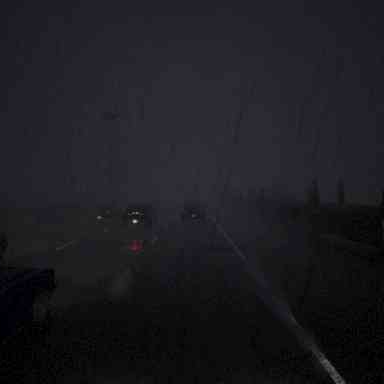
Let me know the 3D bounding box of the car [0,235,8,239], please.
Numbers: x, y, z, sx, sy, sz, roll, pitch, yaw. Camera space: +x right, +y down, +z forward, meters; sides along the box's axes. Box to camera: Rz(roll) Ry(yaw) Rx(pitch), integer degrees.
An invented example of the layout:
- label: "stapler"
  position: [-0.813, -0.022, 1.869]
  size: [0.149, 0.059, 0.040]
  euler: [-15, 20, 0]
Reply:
- label: "car"
  position: [-6.901, 1.595, 8.768]
  size: [1.895, 1.301, 4.718]
  euler: [0, 0, 0]

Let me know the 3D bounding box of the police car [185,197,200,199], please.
- label: "police car"
  position: [0.098, 1.396, 42.656]
  size: [1.930, 1.638, 5.238]
  euler: [0, 0, 0]

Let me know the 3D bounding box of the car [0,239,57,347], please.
- label: "car"
  position: [-3.400, 1.598, 4.003]
  size: [1.895, 1.301, 4.718]
  euler: [0, 0, 0]

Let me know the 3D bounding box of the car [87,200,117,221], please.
- label: "car"
  position: [-6.902, 1.582, 26.998]
  size: [1.895, 1.301, 4.718]
  euler: [0, 0, 0]

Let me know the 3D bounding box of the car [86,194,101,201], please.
- label: "car"
  position: [-17.503, 1.114, 59.315]
  size: [1.837, 1.490, 4.892]
  euler: [0, 0, 0]

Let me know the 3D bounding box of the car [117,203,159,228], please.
- label: "car"
  position: [-3.399, 1.490, 22.267]
  size: [1.837, 1.490, 4.892]
  euler: [0, 0, 0]

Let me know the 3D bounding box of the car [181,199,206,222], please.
- label: "car"
  position: [0.098, 1.508, 25.895]
  size: [1.812, 1.442, 4.674]
  euler: [0, 0, 0]
